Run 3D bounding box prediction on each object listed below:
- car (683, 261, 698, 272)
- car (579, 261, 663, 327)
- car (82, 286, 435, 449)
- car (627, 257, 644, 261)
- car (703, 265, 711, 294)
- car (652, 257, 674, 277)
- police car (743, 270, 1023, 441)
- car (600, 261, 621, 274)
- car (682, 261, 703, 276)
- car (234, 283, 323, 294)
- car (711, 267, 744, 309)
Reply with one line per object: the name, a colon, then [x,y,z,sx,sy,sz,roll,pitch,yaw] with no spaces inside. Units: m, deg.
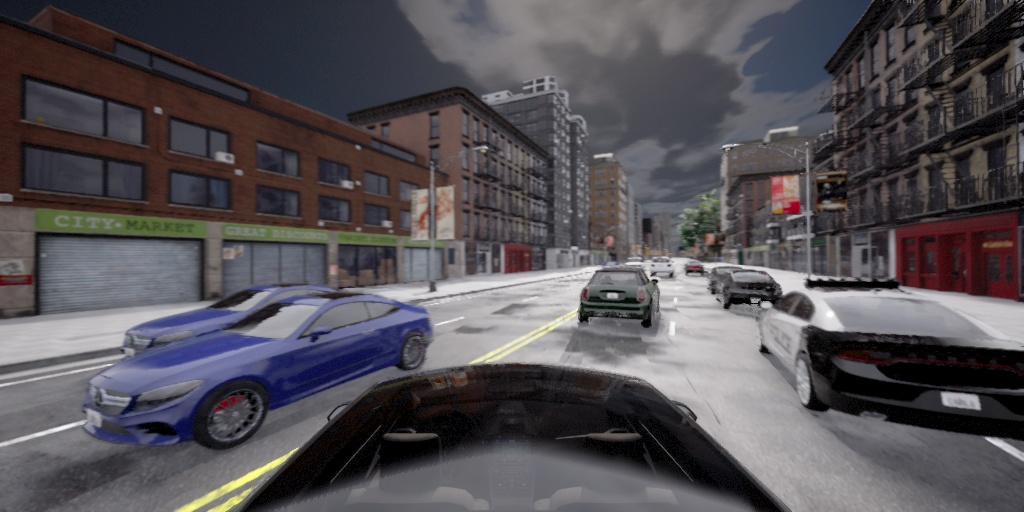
car: [25.999,1.457,52.232,1.812,1.442,4.674,-1,0,25]
car: [3.763,1.164,12.142,2.097,1.767,4.553,-1,-1,25]
car: [-3.099,1.333,5.612,1.812,1.442,4.674,-1,-1,25]
car: [15.666,1.199,45.693,2.150,2.045,5.566,-1,-1,25]
car: [12.049,1.323,20.114,1.837,1.490,4.892,-1,-1,25]
car: [16.359,1.146,39.068,2.150,2.045,5.566,-1,0,25]
police car: [5.315,1.169,5.722,1.930,1.638,5.238,-1,-1,25]
car: [13.234,1.490,48.147,1.882,1.535,5.008,-1,0,25]
car: [20.288,1.402,39.981,1.837,1.490,4.892,-1,0,26]
car: [-5.477,1.374,8.164,1.812,1.442,4.674,-1,-1,25]
car: [9.507,1.295,14.680,1.837,1.490,4.892,-1,-1,25]
